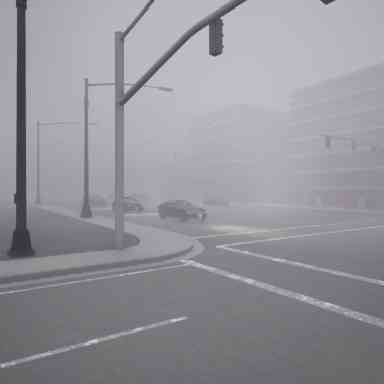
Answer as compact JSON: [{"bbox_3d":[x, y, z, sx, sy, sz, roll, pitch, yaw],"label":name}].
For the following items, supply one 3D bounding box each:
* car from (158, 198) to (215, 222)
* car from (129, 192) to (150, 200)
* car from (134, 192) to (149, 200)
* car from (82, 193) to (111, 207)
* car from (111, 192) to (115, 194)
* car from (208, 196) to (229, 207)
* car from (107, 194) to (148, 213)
[{"bbox_3d":[-0.814,1.358,24.992,2.128,1.511,4.902,0,1,-34],"label":"car"},{"bbox_3d":[-10.191,0.734,63.815,2.128,1.511,4.902,0,1,-34],"label":"car"},{"bbox_3d":[-8.985,0.844,55.730,1.882,1.535,5.008,0,1,-34],"label":"car"},{"bbox_3d":[-12.337,1.013,41.869,1.882,1.535,5.008,0,1,-34],"label":"car"},{"bbox_3d":[-14.868,0.708,64.337,1.837,1.490,4.892,0,1,-34],"label":"car"},{"bbox_3d":[3.035,1.213,44.527,1.994,1.385,4.181,0,1,-34],"label":"car"},{"bbox_3d":[-6.542,1.242,33.376,1.812,1.442,4.674,0,1,-34],"label":"car"}]
